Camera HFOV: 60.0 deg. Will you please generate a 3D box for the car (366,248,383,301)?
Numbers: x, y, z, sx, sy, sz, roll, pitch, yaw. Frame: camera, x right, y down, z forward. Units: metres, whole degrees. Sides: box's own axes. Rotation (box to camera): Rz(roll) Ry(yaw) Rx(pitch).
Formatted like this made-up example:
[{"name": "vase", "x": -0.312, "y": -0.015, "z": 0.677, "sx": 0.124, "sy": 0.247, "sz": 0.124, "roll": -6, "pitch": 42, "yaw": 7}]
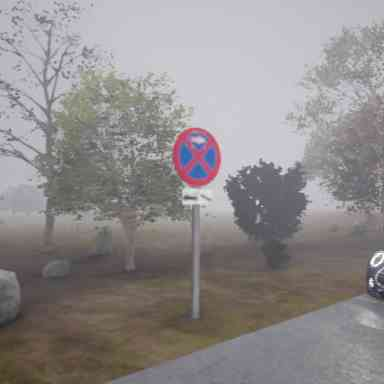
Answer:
[{"name": "car", "x": 5.743, "y": 1.373, "z": 7.176, "sx": 4.553, "sy": 1.767, "sz": 2.097, "roll": 0, "pitch": 0, "yaw": -36}]
